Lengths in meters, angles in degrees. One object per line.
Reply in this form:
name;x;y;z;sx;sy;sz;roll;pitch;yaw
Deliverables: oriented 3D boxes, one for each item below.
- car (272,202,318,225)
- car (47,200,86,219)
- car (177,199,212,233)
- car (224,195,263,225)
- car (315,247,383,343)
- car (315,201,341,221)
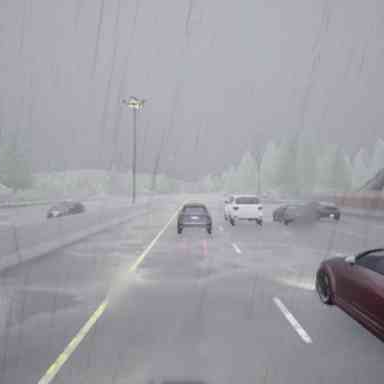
car;7.148;1.574;24.002;1.994;1.385;4.181;0;0;0
car;-10.523;1.479;28.117;2.128;1.511;4.902;0;0;0
car;0.148;1.431;19.783;2.033;1.649;4.856;0;0;0
car;3.651;1.228;24.198;2.150;2.045;5.566;0;0;0
car;3.622;1.569;5.429;1.994;1.385;4.181;0;0;0
car;10.657;1.520;27.751;1.837;1.490;4.892;0;0;0
